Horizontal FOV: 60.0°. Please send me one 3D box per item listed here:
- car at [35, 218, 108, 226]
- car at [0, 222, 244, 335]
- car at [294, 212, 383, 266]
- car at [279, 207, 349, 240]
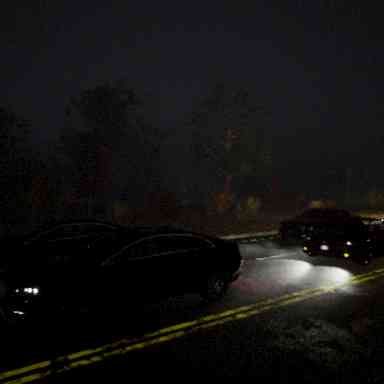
[{"bbox_3d":[-3.572,1.493,9.035,4.902,1.511,2.128,0,0,-35],"label":"car"},{"bbox_3d":[-1.130,1.495,6.797,4.902,1.511,2.128,0,0,-35],"label":"car"},{"bbox_3d":[5.824,1.583,11.715,4.181,1.385,1.994,0,0,-36],"label":"car"},{"bbox_3d":[6.301,1.504,16.050,5.008,1.535,1.882,0,0,-35],"label":"car"}]
